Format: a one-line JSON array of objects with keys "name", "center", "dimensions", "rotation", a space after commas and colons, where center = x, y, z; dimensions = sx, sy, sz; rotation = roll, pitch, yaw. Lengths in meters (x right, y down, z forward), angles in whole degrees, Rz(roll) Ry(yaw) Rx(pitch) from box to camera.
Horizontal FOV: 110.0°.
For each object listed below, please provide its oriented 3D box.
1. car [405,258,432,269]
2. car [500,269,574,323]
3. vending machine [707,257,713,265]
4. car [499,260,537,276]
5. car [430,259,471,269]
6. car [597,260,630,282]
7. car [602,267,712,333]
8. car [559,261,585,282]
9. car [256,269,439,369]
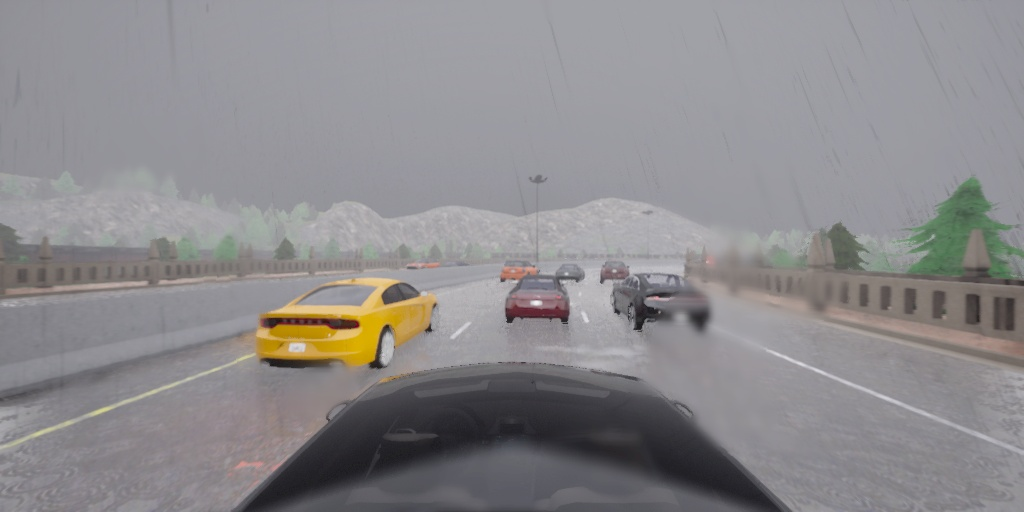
[{"name": "car", "center": [-9.977, 1.035, 40.277], "dimensions": [2.097, 1.767, 4.553], "rotation": [0, 0, 22]}, {"name": "car", "center": [0.932, 1.315, 12.251], "dimensions": [1.994, 1.385, 4.181], "rotation": [0, 0, 7]}, {"name": "vending machine", "center": [24.777, 1.055, 44.968], "dimensions": [1.100, 2.100, 0.880], "rotation": [0, 0, 34]}, {"name": "car", "center": [0.666, 1.095, 27.722], "dimensions": [2.097, 1.767, 4.553], "rotation": [0, 0, 16]}, {"name": "car", "center": [-6.438, 1.249, 39.906], "dimensions": [2.033, 1.411, 5.357], "rotation": [0, 0, 22]}, {"name": "car", "center": [8.207, 1.134, 28.464], "dimensions": [2.097, 1.767, 4.553], "rotation": [0, 0, 18]}, {"name": "car", "center": [4.278, 1.260, 10.943], "dimensions": [2.128, 1.511, 4.902], "rotation": [0, 0, 6]}, {"name": "car", "center": [4.736, 1.328, 29.113], "dimensions": [1.994, 1.385, 4.181], "rotation": [0, 0, 17]}, {"name": "car", "center": [-3.037, 1.210, 7.807], "dimensions": [1.882, 1.535, 5.008], "rotation": [0, 0, 4]}]
